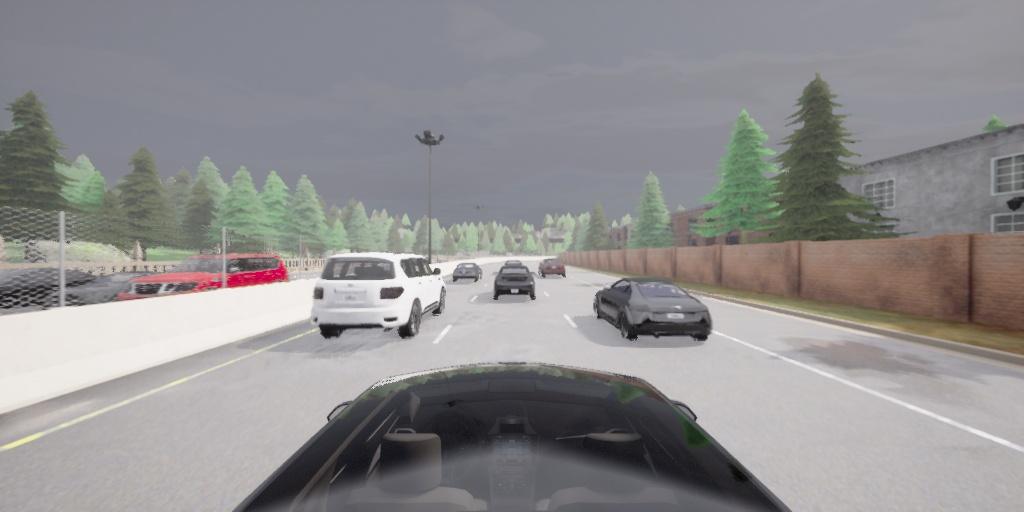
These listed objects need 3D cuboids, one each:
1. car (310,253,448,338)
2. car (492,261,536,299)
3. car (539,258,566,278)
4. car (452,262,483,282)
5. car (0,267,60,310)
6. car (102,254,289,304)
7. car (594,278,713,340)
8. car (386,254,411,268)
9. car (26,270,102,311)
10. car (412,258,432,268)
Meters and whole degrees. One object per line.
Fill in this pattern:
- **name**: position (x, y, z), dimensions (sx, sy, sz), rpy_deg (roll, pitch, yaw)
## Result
- **car**: position (-3.393, 0.942, 10.204), dimensions (2.150, 2.045, 5.566), rpy_deg (0, 0, 0)
- **car**: position (0.112, 1.200, 17.612), dimensions (1.837, 1.490, 4.892), rpy_deg (0, 1, 0)
- **car**: position (3.626, 0.990, 33.042), dimensions (2.097, 1.767, 4.553), rpy_deg (0, 0, 0)
- **car**: position (-3.378, 1.204, 27.733), dimensions (2.033, 1.411, 5.357), rpy_deg (0, 0, 0)
- **car**: position (-17.592, 1.187, 12.822), dimensions (1.882, 1.535, 5.008), rpy_deg (0, 0, 0)
- **car**: position (-10.590, 0.930, 13.062), dimensions (2.150, 2.045, 5.566), rpy_deg (0, 0, 0)
- **car**: position (3.606, 1.285, 9.902), dimensions (1.994, 1.385, 4.181), rpy_deg (0, 0, 0)
- **car**: position (-17.510, 0.777, 55.641), dimensions (2.150, 2.045, 5.566), rpy_deg (0, 0, 1)
- **car**: position (-14.091, 1.272, 13.290), dimensions (1.994, 1.385, 4.181), rpy_deg (0, 0, 0)
- **car**: position (-14.014, 1.060, 55.848), dimensions (1.837, 1.490, 4.892), rpy_deg (0, 0, 0)
